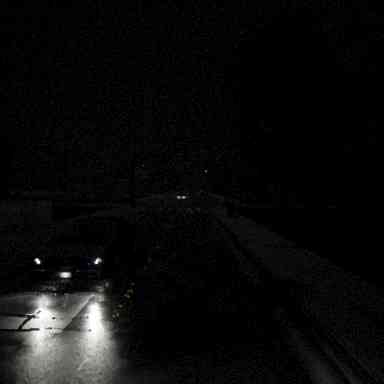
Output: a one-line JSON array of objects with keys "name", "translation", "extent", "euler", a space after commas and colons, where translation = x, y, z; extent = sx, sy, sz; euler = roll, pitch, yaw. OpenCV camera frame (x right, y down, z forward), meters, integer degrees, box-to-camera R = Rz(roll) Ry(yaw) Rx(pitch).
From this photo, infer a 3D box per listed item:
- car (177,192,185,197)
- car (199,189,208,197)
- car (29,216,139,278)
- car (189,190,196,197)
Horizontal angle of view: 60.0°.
[{"name": "car", "translation": [-3.117, 0.710, 95.400], "extent": [1.994, 1.385, 4.181], "euler": [0, 1, 0]}, {"name": "car", "translation": [3.387, 0.518, 94.329], "extent": [2.097, 1.767, 4.553], "euler": [0, 1, 0]}, {"name": "car", "translation": [-2.853, 1.468, 10.151], "extent": [2.033, 1.411, 5.357], "euler": [0, 0, 0]}, {"name": "car", "translation": [0.137, 0.715, 94.350], "extent": [1.994, 1.385, 4.181], "euler": [0, 1, 0]}]
